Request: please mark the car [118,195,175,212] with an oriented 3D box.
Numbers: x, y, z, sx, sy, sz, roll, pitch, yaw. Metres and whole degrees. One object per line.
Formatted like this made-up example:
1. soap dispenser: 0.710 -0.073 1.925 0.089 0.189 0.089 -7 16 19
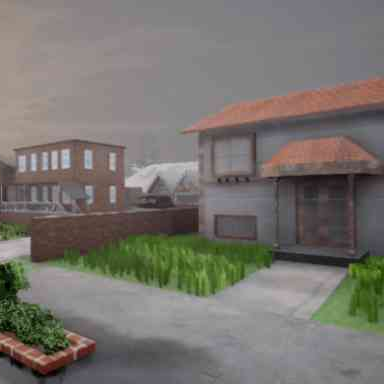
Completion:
1. car: -2.802 1.126 20.644 3.866 1.878 1.905 -1 0 35
